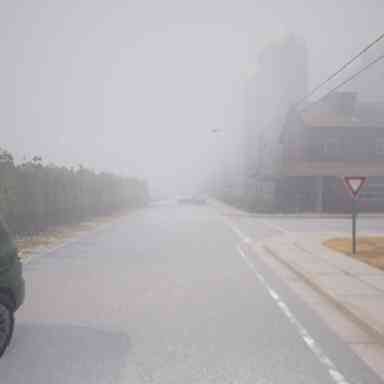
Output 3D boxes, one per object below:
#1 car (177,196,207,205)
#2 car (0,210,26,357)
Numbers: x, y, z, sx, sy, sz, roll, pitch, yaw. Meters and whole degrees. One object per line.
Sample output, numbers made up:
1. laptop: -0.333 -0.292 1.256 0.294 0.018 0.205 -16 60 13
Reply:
1. car: -0.058 1.244 49.609 4.718 1.301 1.895 0 1 44
2. car: -3.577 1.203 2.755 2.150 2.045 5.566 0 0 0
